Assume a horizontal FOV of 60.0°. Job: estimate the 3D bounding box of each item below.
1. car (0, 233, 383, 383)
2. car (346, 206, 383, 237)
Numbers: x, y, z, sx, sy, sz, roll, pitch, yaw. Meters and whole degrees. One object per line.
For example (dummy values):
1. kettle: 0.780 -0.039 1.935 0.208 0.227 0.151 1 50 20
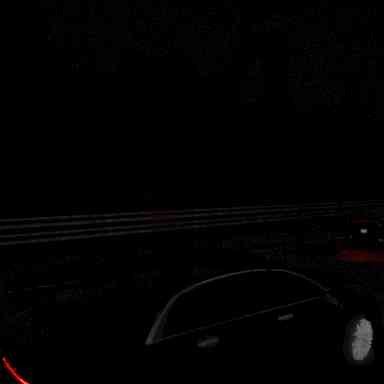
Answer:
1. car: 0.399 1.478 4.032 4.892 1.490 1.837 -1 1 -36
2. car: 8.600 1.315 14.187 5.008 1.535 1.882 -1 1 -35
